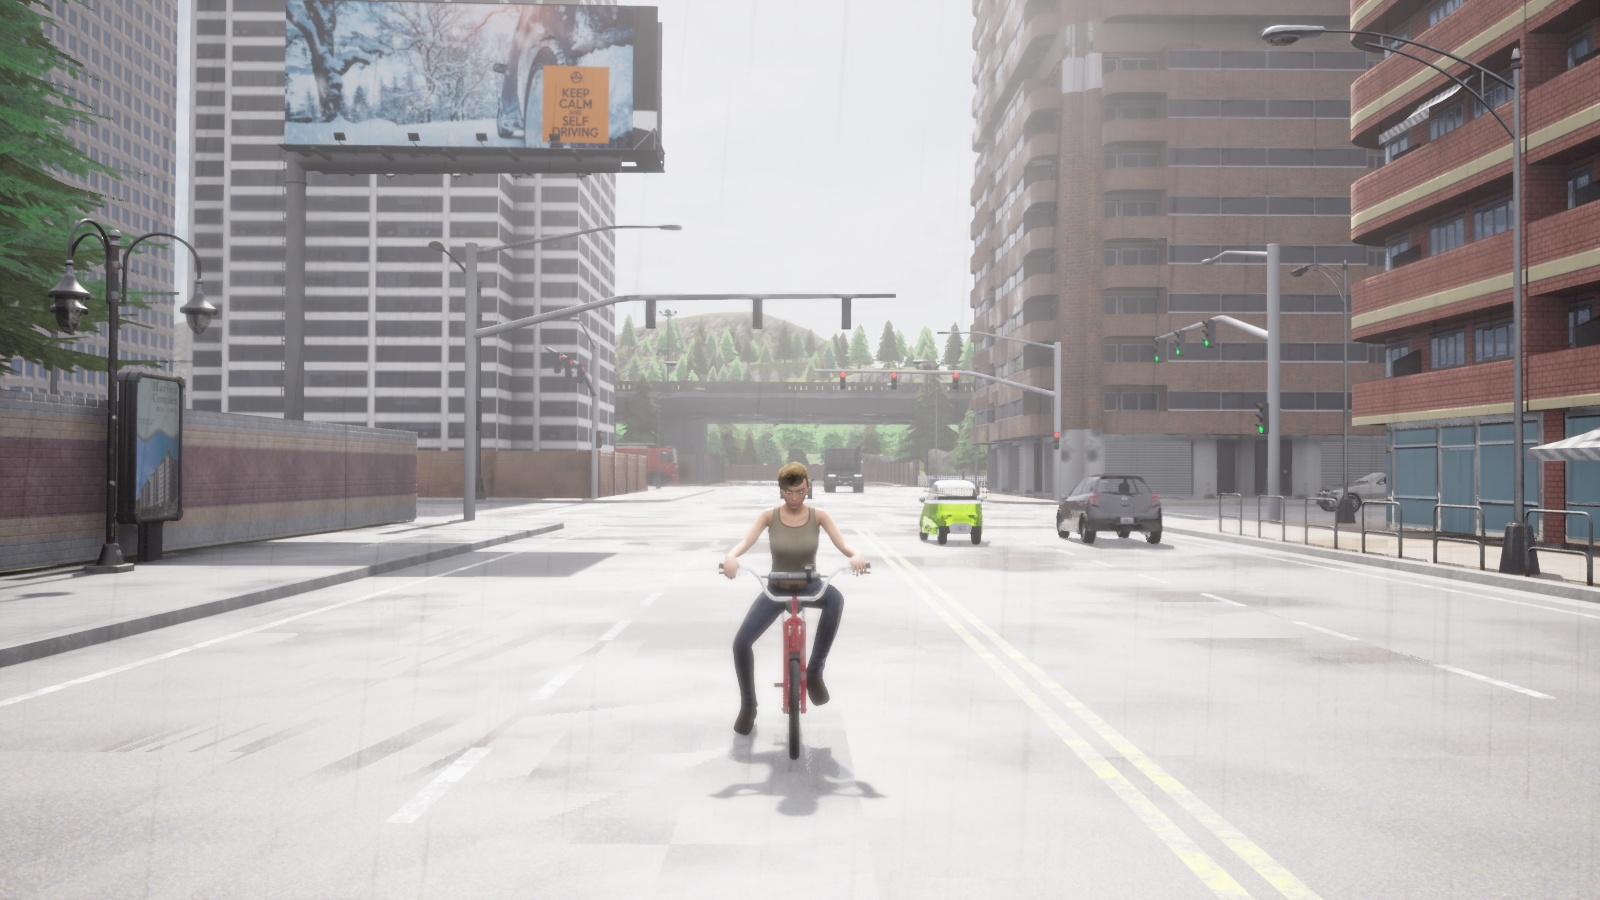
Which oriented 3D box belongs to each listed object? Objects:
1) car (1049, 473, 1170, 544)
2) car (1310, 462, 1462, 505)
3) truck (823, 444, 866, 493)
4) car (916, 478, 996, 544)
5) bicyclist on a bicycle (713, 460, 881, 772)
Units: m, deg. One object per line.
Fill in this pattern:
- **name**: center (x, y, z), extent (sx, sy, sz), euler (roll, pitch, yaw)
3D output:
- **car**: center (6.924, 1.275, 28.452), extent (1.845, 1.501, 3.633), euler (0, -1, 0)
- **car**: center (23.241, 1.337, 49.939), extent (5.027, 1.651, 2.152), euler (0, -1, 0)
- **truck**: center (3.248, 1.387, 93.549), extent (2.891, 3.462, 7.936), euler (0, -1, 0)
- **car**: center (3.426, 1.321, 27.812), extent (1.481, 1.376, 2.207), euler (0, -1, 0)
- **bicyclist on a bicycle**: center (-0.027, 0.873, 7.275), extent (0.866, 1.612, 1.509), euler (0, -1, -1)
